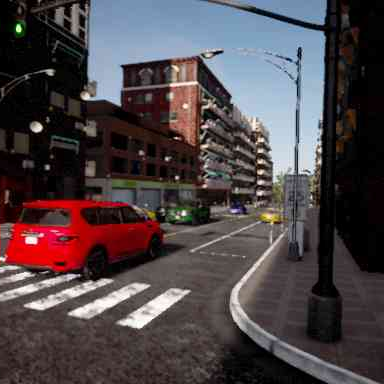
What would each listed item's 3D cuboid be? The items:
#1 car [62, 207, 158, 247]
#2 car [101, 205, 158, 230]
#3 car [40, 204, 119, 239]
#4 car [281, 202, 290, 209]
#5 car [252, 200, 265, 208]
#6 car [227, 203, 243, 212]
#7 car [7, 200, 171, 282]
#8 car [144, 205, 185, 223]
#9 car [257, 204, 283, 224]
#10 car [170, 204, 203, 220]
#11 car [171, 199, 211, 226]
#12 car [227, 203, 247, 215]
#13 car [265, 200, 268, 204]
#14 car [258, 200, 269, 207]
[{"bbox_3d":[-3.830,1.598,16.687,2.128,1.511,4.902,2,-1,23],"label":"car"},{"bbox_3d":[-4.219,1.694,23.399,1.752,1.417,4.829,1,-1,20],"label":"car"},{"bbox_3d":[-6.044,1.491,18.370,1.967,1.590,4.097,1,-1,20],"label":"car"},{"bbox_3d":[22.803,3.218,81.123,1.837,1.490,4.892,2,-1,20],"label":"car"},{"bbox_3d":[14.685,2.940,75.472,2.008,1.369,4.403,1,-1,20],"label":"car"},{"bbox_3d":[7.146,2.484,54.706,1.802,1.307,4.206,1,-1,20],"label":"car"},{"bbox_3d":[-2.877,1.295,10.361,2.150,2.045,5.566,2,-1,20],"label":"car"},{"bbox_3d":[-2.277,1.860,28.750,1.947,1.339,4.313,1,-1,20],"label":"car"},{"bbox_3d":[7.523,2.177,31.294,1.752,1.417,4.829,0,-1,20],"label":"car"},{"bbox_3d":[-0.449,1.937,33.782,1.752,1.417,4.829,1,-1,20],"label":"car"},{"bbox_3d":[-0.108,1.569,27.065,2.150,2.045,5.566,2,-1,20],"label":"car"},{"bbox_3d":[6.035,2.268,43.867,1.812,1.442,4.674,2,-1,20],"label":"car"},{"bbox_3d":[16.569,3.061,80.662,2.008,1.369,4.403,1,-1,20],"label":"car"},{"bbox_3d":[18.457,2.947,85.858,2.192,1.841,5.009,1,-1,20],"label":"car"}]
